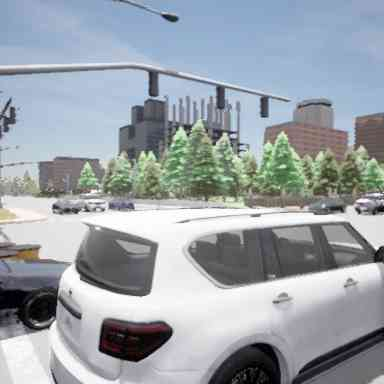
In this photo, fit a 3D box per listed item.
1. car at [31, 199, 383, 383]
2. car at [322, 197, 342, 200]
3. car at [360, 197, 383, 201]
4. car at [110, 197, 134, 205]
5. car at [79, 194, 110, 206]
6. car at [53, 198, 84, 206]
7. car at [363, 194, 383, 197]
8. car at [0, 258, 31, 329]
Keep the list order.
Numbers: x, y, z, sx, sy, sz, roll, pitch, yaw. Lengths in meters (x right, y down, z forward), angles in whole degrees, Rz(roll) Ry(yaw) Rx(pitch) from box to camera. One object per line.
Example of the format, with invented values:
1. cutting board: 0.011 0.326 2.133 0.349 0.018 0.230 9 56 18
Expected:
1. car: 1.089 1.232 4.520 5.566 2.045 2.150 0 0 -36
2. car: 14.694 1.440 36.012 4.553 1.767 2.097 0 0 -34
3. car: 19.135 1.580 34.792 4.902 1.511 2.128 0 0 -35
4. car: -8.854 1.399 41.195 2.097 1.767 4.553 0 0 -33
5. car: -11.928 1.259 39.294 2.150 2.045 5.566 0 0 -33
6. car: -13.478 1.575 35.285 2.033 1.411 5.357 0 0 -33
7. car: 22.546 1.290 41.475 5.566 2.045 2.150 -1 1 -35
8. car: -4.261 1.546 5.118 5.357 1.411 2.033 0 0 -37
